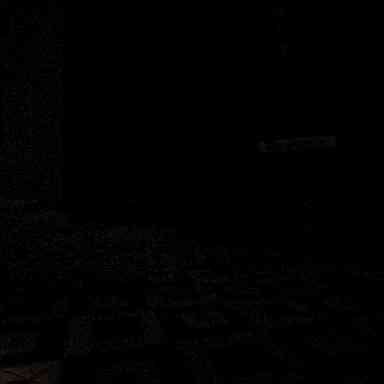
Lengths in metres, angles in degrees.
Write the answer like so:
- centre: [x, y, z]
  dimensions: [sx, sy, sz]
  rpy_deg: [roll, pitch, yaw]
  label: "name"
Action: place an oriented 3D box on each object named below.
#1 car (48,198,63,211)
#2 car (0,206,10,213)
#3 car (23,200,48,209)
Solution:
- centre: [-17.417, 1.751, 47.713]
  dimensions: [2.192, 1.841, 5.009]
  rpy_deg: [-1, -2, 36]
  label: "car"
- centre: [-23.875, 1.784, 38.658]
  dimensions: [1.752, 1.417, 4.829]
  rpy_deg: [-1, -2, 36]
  label: "car"
- centre: [-24.351, 1.968, 52.666]
  dimensions: [1.887, 1.381, 4.507]
  rpy_deg: [-1, -2, 36]
  label: "car"
